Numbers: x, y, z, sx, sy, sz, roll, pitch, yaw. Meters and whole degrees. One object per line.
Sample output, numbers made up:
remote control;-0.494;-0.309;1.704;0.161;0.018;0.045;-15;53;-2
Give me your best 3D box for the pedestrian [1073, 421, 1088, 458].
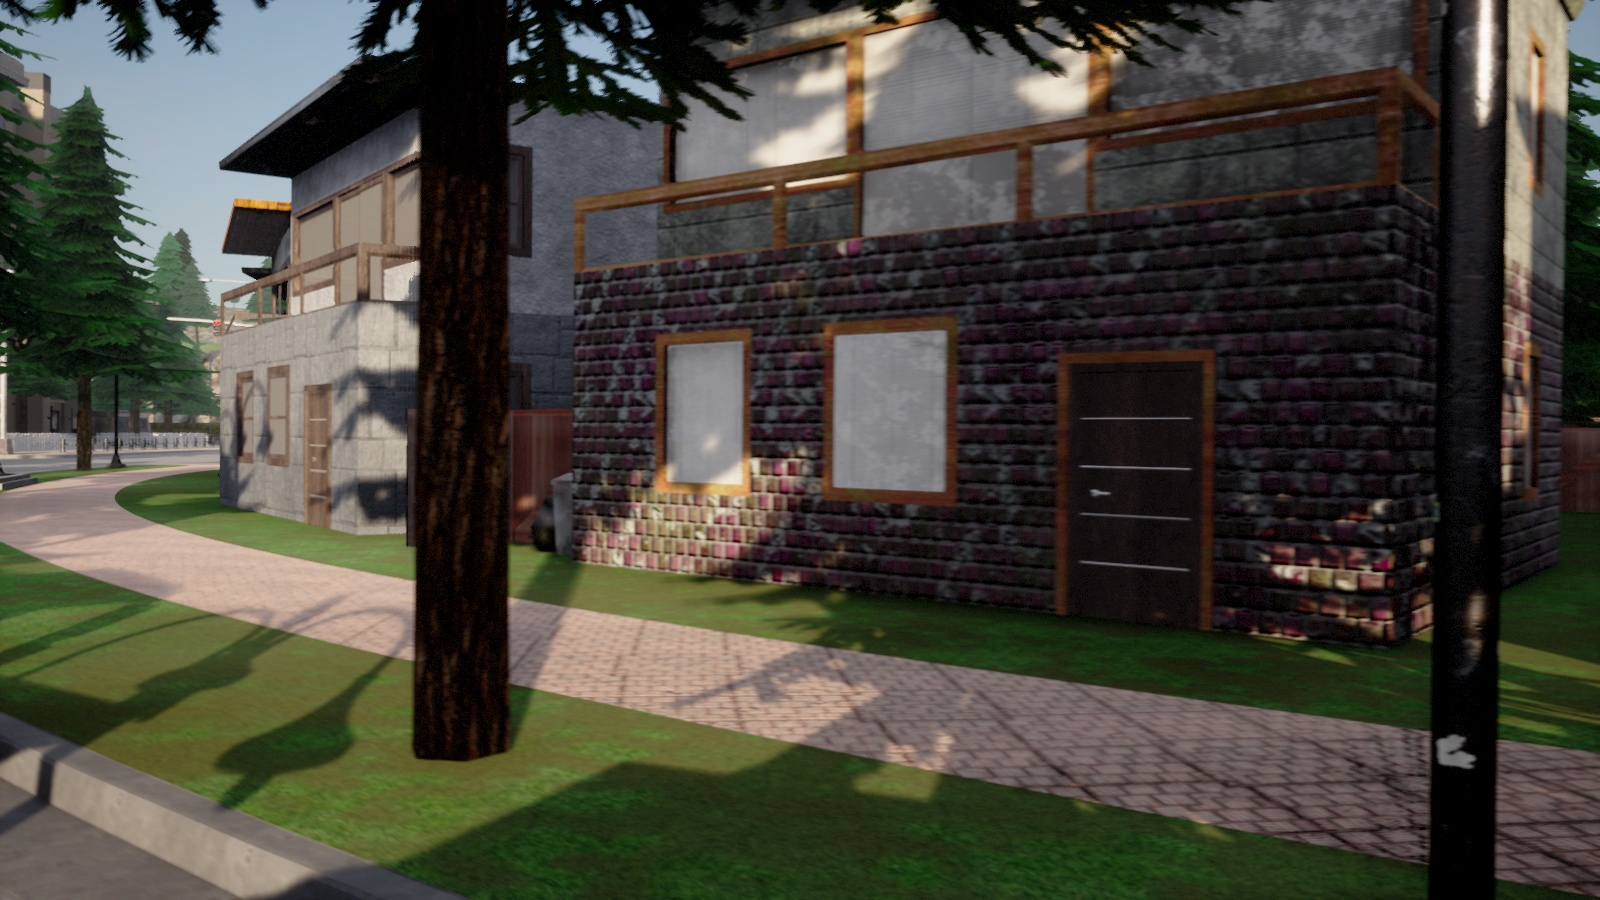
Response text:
pedestrian;13.925;-0.525;62.250;0.634;1.846;0.331;-1;1;-7
